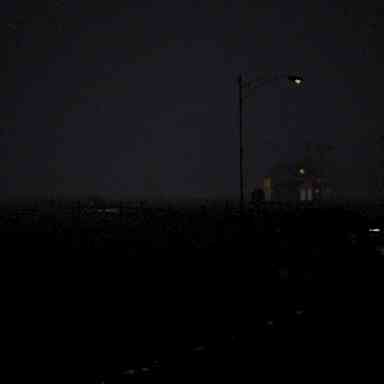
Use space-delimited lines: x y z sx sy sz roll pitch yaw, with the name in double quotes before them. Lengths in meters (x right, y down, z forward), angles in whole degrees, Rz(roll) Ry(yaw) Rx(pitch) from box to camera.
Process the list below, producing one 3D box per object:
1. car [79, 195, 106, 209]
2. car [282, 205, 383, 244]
"car" -12.279 1.187 40.998 2.097 1.767 4.553 -2 1 -37
"car" 6.550 1.427 15.587 1.837 1.490 4.892 -2 1 -37
